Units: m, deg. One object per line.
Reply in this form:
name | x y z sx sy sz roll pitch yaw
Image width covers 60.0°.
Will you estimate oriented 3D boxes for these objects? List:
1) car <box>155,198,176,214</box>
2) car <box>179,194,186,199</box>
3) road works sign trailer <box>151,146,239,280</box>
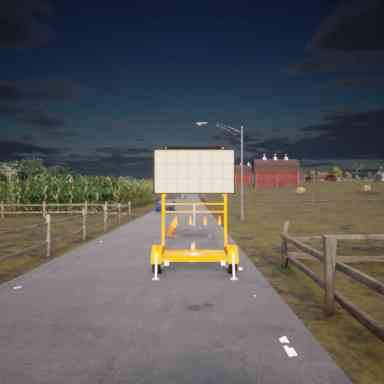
car | -2.746 1.454 34.894 1.882 1.535 5.008 0 0 0
car | -2.486 1.100 89.901 2.128 1.511 4.902 0 1 0
road works sign trailer | 0.068 0.458 9.893 2.380 3.560 2.880 0 0 0
